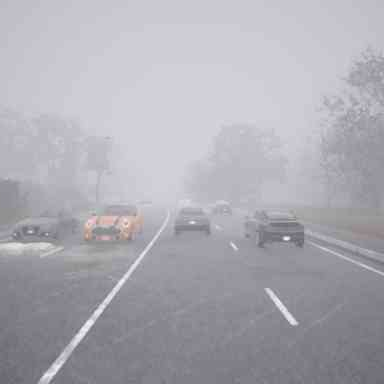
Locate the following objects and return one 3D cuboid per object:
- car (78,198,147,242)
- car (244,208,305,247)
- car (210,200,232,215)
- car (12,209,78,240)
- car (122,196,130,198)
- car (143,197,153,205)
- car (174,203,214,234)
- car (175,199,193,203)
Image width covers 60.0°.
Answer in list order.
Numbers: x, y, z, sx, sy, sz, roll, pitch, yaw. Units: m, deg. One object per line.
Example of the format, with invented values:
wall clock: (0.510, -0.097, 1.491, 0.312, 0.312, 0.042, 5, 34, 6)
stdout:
car: (-3.672, 1.355, 16.263, 2.097, 1.767, 4.553, 0, 0, -1)
car: (3.562, 1.508, 15.015, 1.837, 1.490, 4.892, 0, 0, 0)
car: (2.918, 1.534, 33.778, 1.812, 1.442, 4.674, 0, 0, -4)
car: (-7.177, 1.567, 16.755, 1.994, 1.385, 4.181, 0, 0, -1)
car: (-11.755, 1.525, 58.967, 1.812, 1.442, 4.674, 0, 0, -14)
car: (-7.994, 1.570, 58.428, 1.994, 1.385, 4.181, 0, 0, -13)
car: (0.002, 1.568, 19.412, 1.994, 1.385, 4.181, 0, 0, -1)
car: (-0.831, 1.534, 36.990, 1.812, 1.442, 4.674, 0, 0, -5)
